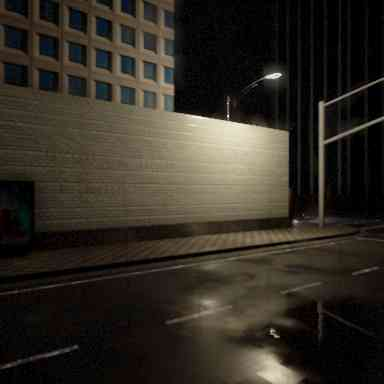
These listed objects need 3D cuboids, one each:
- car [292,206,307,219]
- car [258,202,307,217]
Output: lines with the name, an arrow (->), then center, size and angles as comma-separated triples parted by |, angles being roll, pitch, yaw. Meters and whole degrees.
car -> 8.021, 1.667, 29.903 | 1.812, 1.442, 4.674 | 0, 0, -36
car -> 9.222, 1.755, 34.228 | 1.895, 1.301, 4.718 | 0, 0, -36
